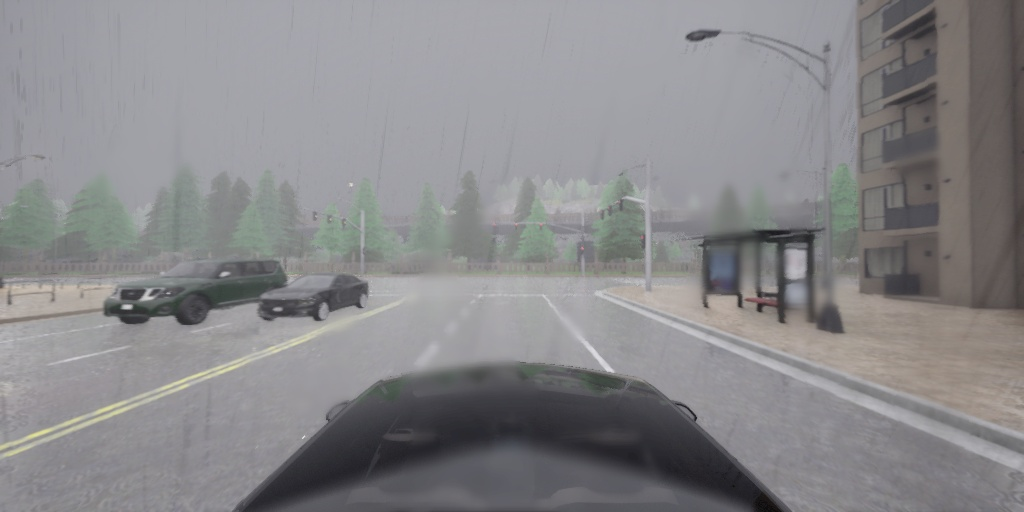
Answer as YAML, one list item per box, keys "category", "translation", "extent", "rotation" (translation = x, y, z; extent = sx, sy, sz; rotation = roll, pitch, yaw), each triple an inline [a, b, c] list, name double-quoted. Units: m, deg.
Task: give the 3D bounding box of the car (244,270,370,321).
- category: "car"
  translation: [-7.009, 1.356, 13.269]
  extent: [1.882, 1.535, 5.008]
  rotation: [0, -1, 0]

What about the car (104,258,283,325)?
- category: "car"
  translation: [-10.529, 1.093, 12.748]
  extent: [2.150, 2.045, 5.566]
  rotation: [0, -1, 4]
